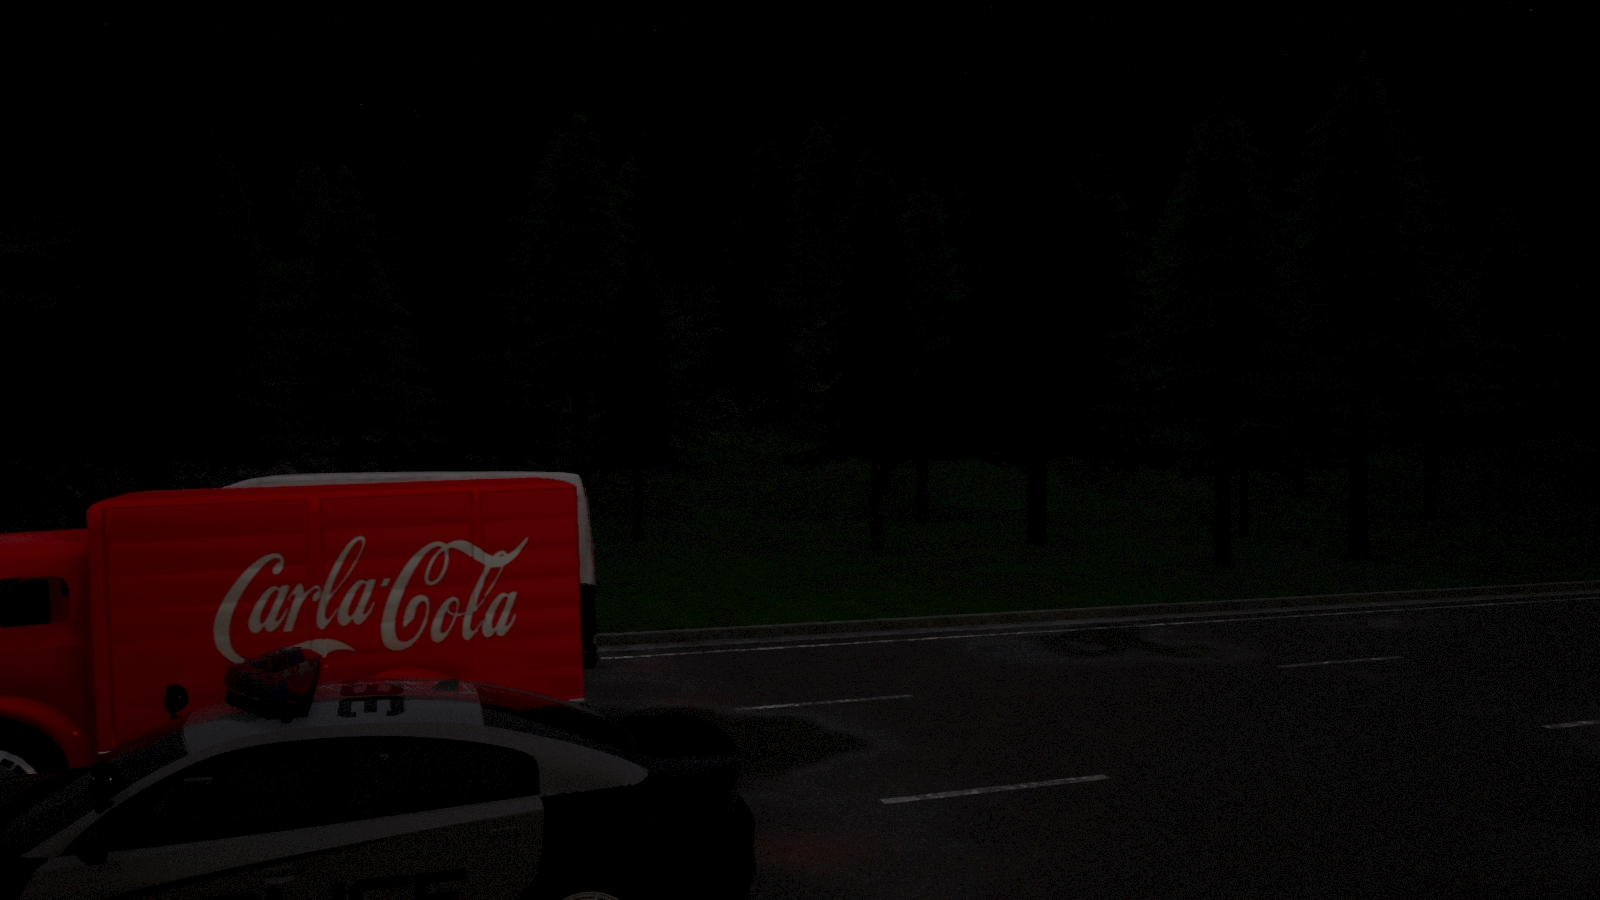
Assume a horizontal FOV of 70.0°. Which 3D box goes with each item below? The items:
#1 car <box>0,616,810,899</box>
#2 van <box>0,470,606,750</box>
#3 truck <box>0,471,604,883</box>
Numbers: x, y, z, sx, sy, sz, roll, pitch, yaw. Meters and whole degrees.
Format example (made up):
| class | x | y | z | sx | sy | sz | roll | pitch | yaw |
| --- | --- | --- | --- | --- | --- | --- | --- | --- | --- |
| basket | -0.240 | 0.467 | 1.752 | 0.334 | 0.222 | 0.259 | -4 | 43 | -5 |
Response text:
| class | x | y | z | sx | sy | sz | roll | pitch | yaw |
| --- | --- | --- | --- | --- | --- | --- | --- | --- | --- |
| car | -2.766 | 1.982 | 6.136 | 5.238 | 1.638 | 2.097 | 0 | 0 | -20 |
| van | -5.250 | 1.534 | 12.548 | 5.915 | 2.561 | 1.988 | 0 | 0 | -19 |
| truck | -4.450 | 1.538 | 9.136 | 5.204 | 2.467 | 2.627 | -2 | 1 | -21 |
